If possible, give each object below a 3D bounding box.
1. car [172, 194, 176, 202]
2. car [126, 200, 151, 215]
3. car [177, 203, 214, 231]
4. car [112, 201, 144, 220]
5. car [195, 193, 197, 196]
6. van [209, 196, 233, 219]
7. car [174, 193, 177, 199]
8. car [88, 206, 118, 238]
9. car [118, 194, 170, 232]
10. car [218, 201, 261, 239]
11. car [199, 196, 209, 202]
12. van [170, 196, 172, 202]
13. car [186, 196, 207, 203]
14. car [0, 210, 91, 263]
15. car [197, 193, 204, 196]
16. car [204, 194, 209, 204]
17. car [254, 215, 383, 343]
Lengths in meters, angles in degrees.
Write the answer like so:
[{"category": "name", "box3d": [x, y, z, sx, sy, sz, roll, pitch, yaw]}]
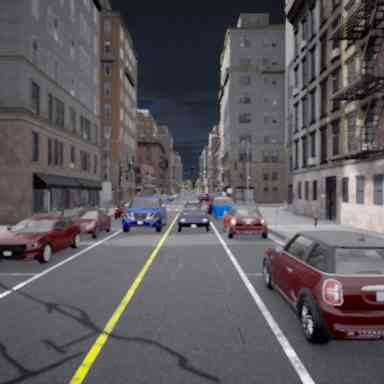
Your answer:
[{"category": "car", "box3d": [-5.393, 1.569, 76.782, 1.947, 1.339, 4.313, 0, 0, 0]}, {"category": "car", "box3d": [-5.382, 1.572, 34.005, 1.947, 1.339, 4.313, 0, 0, 0]}, {"category": "car", "box3d": [0.104, 1.606, 20.735, 1.895, 1.301, 4.718, 0, 0, 0]}, {"category": "car", "box3d": [-5.383, 1.551, 28.495, 1.887, 1.381, 4.507, 0, 0, 0]}, {"category": "car", "box3d": [2.700, 1.315, 93.001, 2.192, 1.841, 5.009, 0, 0, 0]}, {"category": "van", "box3d": [2.642, 1.347, 28.493, 1.690, 1.788, 3.998, 0, 0, 0]}, {"category": "car", "box3d": [-5.390, 1.547, 82.188, 1.887, 1.381, 4.507, 0, 0, 0]}, {"category": "car", "box3d": [-5.385, 1.586, 17.472, 1.802, 1.307, 4.206, 0, 0, 0]}, {"category": "car", "box3d": [-2.747, 1.266, 20.352, 2.150, 2.045, 5.566, 0, 0, 0]}, {"category": "car", "box3d": [2.640, 1.444, 17.471, 1.967, 1.590, 4.097, 0, 0, 0]}, {"category": "car", "box3d": [2.712, 1.554, 76.782, 2.008, 1.369, 4.403, 0, 0, 0]}, {"category": "van", "box3d": [-5.397, 1.345, 65.969, 1.690, 1.788, 3.998, 0, 0, 0]}, {"category": "car", "box3d": [0.107, 1.498, 33.374, 2.128, 1.511, 4.902, 0, 0, 0]}, {"category": "car", "box3d": [-5.386, 1.548, 11.961, 1.887, 1.381, 4.507, 0, 0, 0]}, {"category": "car", "box3d": [2.716, 1.318, 71.375, 2.192, 1.841, 5.009, 0, 0, 0]}, {"category": "car", "box3d": [2.642, 1.321, 34.004, 2.192, 1.841, 5.009, 0, 0, 0]}, {"category": "car", "box3d": [2.638, 1.442, 6.449, 1.967, 1.590, 4.097, 0, 0, 0]}]
